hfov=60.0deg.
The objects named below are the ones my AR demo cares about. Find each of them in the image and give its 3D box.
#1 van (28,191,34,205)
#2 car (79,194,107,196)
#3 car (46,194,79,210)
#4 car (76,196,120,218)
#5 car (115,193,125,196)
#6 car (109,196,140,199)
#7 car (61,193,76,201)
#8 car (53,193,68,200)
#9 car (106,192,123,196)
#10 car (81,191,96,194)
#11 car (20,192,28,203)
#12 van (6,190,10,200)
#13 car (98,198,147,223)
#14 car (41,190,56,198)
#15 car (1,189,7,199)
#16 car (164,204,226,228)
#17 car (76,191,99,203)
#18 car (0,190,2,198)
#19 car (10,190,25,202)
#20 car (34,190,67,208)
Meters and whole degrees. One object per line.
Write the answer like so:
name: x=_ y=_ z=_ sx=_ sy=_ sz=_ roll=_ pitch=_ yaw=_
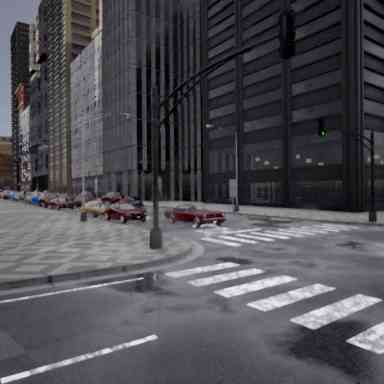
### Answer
van: x=-21.384 y=0.969 z=46.857 sx=1.690 sy=1.788 sz=3.998 roll=0 pitch=1 yaw=-36
car: x=-12.218 y=1.252 z=38.886 sx=2.033 sy=1.411 sz=5.357 roll=-1 pitch=1 yaw=-37
car: x=-14.786 y=1.275 z=37.747 sx=1.887 sy=1.381 sz=4.507 roll=0 pitch=1 yaw=-36
car: x=-8.089 y=1.353 z=28.498 sx=1.752 sy=1.417 sz=4.829 roll=0 pitch=1 yaw=-36
car: x=-7.880 y=1.201 z=42.746 sx=1.947 sy=1.339 sz=4.313 roll=0 pitch=1 yaw=-36
car: x=-5.708 y=1.363 z=29.918 sx=1.994 sy=1.385 sz=4.181 roll=-1 pitch=1 yaw=-35
car: x=-24.375 y=0.949 z=65.523 sx=1.802 sy=1.307 sz=4.206 roll=0 pitch=1 yaw=-36
car: x=-27.674 y=0.854 z=70.078 sx=1.887 sy=1.381 sz=4.507 roll=0 pitch=1 yaw=-36
car: x=-11.178 y=0.899 z=47.299 sx=2.192 sy=1.841 sz=5.009 roll=0 pitch=1 yaw=-36
car: x=-15.797 y=1.066 z=49.200 sx=2.128 sy=1.511 sz=4.902 roll=-1 pitch=1 yaw=-35
car: x=-24.684 y=1.125 z=51.414 sx=2.008 sy=1.369 sz=4.403 roll=0 pitch=1 yaw=-36
van: x=-34.579 y=0.746 z=65.079 sx=1.690 sy=1.788 sz=3.998 roll=0 pitch=1 yaw=-36
car: x=-4.889 y=1.416 z=24.080 sx=1.887 sy=1.381 sz=4.507 roll=0 pitch=1 yaw=-36
car: x=-34.270 y=0.509 z=79.186 sx=2.192 sy=1.841 sz=5.009 roll=0 pitch=1 yaw=-36
car: x=-37.879 y=0.663 z=69.634 sx=2.192 sy=1.841 sz=5.009 roll=0 pitch=1 yaw=-36
car: x=0.121 y=1.480 z=21.813 sx=1.895 sy=1.301 sz=4.718 roll=-1 pitch=1 yaw=-35
car: x=-17.776 y=0.794 z=56.410 sx=2.192 sy=1.841 sz=5.009 roll=0 pitch=1 yaw=-36
car: x=-41.179 y=0.841 z=74.191 sx=2.008 sy=1.369 sz=4.403 roll=0 pitch=1 yaw=-36
car: x=-31.281 y=0.902 z=60.525 sx=1.967 sy=1.590 sz=4.097 roll=0 pitch=1 yaw=-36
car: x=-18.085 y=0.995 z=42.301 sx=2.192 sy=1.841 sz=5.009 roll=0 pitch=1 yaw=-36
